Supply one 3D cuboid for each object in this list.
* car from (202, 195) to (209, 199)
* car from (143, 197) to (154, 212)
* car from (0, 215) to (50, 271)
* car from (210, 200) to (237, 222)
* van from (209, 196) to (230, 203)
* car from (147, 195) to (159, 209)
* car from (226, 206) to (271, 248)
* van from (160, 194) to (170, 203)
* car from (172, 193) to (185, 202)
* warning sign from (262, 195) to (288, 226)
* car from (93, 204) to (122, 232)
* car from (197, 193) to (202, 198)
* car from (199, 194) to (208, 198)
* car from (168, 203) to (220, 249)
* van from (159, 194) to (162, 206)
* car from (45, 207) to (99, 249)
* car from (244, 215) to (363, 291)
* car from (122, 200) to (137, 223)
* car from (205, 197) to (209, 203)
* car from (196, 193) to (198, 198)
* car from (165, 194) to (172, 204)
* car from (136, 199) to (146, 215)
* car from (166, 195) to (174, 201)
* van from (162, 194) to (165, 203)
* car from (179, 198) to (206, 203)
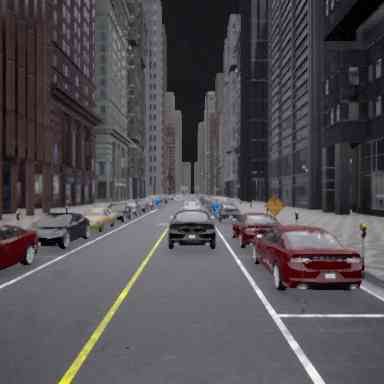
[{"bbox_3d":[2.761,1.571,48.323,2.008,1.369,4.403,0,0,0],"label":"car"},{"bbox_3d":[-5.764,1.576,37.034,1.947,1.339,4.313,0,0,0],"label":"car"},{"bbox_3d":[-5.764,1.544,8.852,1.887,1.381,4.507,0,0,0],"label":"car"},{"bbox_3d":[2.761,1.554,25.778,2.008,1.369,4.403,0,0,0],"label":"car"},{"bbox_3d":[2.761,1.347,31.414,1.690,1.788,3.998,0,0,0],"label":"van"},{"bbox_3d":[-5.764,1.455,42.671,1.967,1.590,4.097,0,0,0],"label":"car"},{"bbox_3d":[2.761,1.544,14.506,1.887,1.381,4.507,0,0,0],"label":"car"},{"bbox_3d":[-5.765,1.389,70.853,1.690,1.788,3.998,0,0,0],"label":"van"},{"bbox_3d":[-3.000,1.273,76.708,2.150,2.045,5.566,0,0,0],"label":"car"},{"bbox_3d":[5.069,1.116,20.361,1.300,1.860,1.060,0,0,0],"label":"warning sign"},{"bbox_3d":[-5.764,1.527,19.954,1.752,1.417,4.829,0,0,0],"label":"car"},{"bbox_3d":[2.760,1.362,70.868,2.192,1.841,5.009,0,0,0],"label":"car"},{"bbox_3d":[2.761,1.577,59.595,1.887,1.381,4.507,0,0,0],"label":"car"},{"bbox_3d":[0.000,1.486,14.650,1.882,1.535,5.008,0,0,0],"label":"car"},{"bbox_3d":[-5.765,1.361,48.308,1.690,1.788,3.998,0,0,0],"label":"van"},{"bbox_3d":[-5.763,1.566,14.488,1.947,1.339,4.313,0,0,0],"label":"car"},{"bbox_3d":[2.761,1.544,8.869,1.887,1.381,4.507,0,0,0],"label":"car"},{"bbox_3d":[-5.764,1.569,25.761,1.947,1.339,4.313,0,0,0],"label":"car"},{"bbox_3d":[2.761,1.561,37.051,2.008,1.369,4.403,0,0,0],"label":"car"},{"bbox_3d":[2.760,1.611,93.583,1.752,1.417,4.829,0,0,0],"label":"car"},{"bbox_3d":[-5.765,1.355,65.217,2.192,1.841,5.009,0,0,0],"label":"car"},{"bbox_3d":[-5.764,1.588,31.398,1.802,1.307,4.206,0,0,0],"label":"car"},{"bbox_3d":[-5.765,1.619,87.763,1.887,1.381,4.507,0,0,0],"label":"car"},{"bbox_3d":[-5.765,1.367,53.944,1.690,1.788,3.998,0,0,0],"label":"van"},{"bbox_3d":[0.000,1.539,29.651,1.812,1.442,4.674,0,0,0],"label":"car"}]
